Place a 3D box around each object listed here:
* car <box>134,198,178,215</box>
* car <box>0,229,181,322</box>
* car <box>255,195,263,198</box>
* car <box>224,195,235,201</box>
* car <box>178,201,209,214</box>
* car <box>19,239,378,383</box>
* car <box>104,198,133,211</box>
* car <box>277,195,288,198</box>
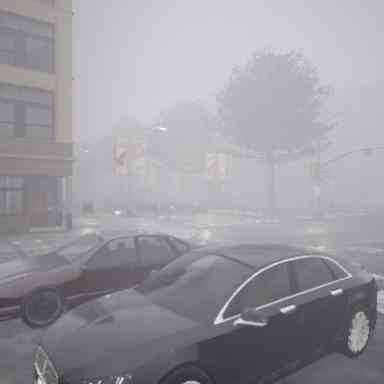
[{"bbox_3d":[-3.736,1.601,33.803,1.895,1.301,4.718,0,0,-36],"label":"car"},{"bbox_3d":[-1.602,1.547,7.151,5.357,1.411,2.033,0,0,-36],"label":"car"},{"bbox_3d":[17.416,1.463,83.141,1.895,1.301,4.718,0,0,-36],"label":"car"},{"bbox_3d":[7.772,1.413,76.682,2.161,1.482,4.786,0,0,-36],"label":"car"},{"bbox_3d":[-0.277,1.601,34.989,1.895,1.301,4.718,0,0,-36],"label":"car"},{"bbox_3d":[0.605,1.505,4.426,4.892,1.490,1.837,0,0,-36],"label":"car"},{"bbox_3d":[-9.632,1.505,42.027,1.837,1.490,4.892,0,0,-35],"label":"car"},{"bbox_3d":[18.256,1.320,69.210,2.002,1.452,4.674,0,0,-36],"label":"car"}]
